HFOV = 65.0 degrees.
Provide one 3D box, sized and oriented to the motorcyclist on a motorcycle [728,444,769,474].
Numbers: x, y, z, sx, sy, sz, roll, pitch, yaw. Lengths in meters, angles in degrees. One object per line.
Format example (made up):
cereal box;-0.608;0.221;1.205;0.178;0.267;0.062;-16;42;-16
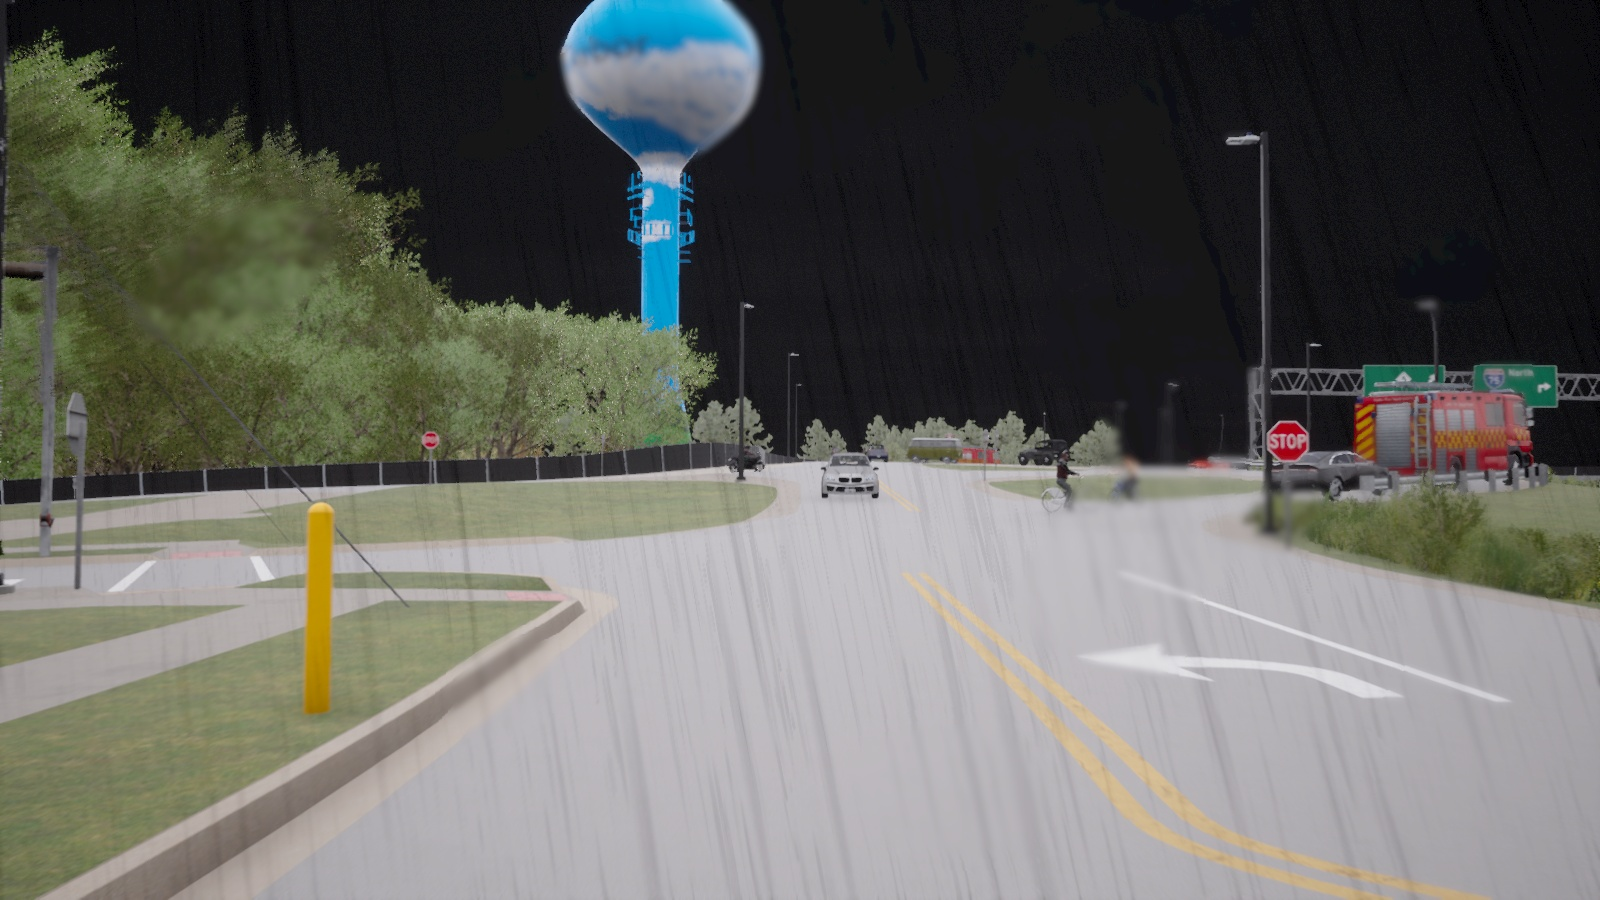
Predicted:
motorcyclist on a motorcycle;-2.804;0.505;68.880;2.044;1.523;0.797;-2;-1;-17

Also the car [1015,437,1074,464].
car;17.378;0.029;89.348;1.905;1.878;3.866;1;0;-36

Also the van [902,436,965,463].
van;10.304;-0.041;97.077;4.442;1.987;1.775;0;0;28

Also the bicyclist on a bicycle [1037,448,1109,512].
bicyclist on a bicycle;7.998;0.873;36.846;1.843;1.776;0.659;-3;-1;-7

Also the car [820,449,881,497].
car;1.924;0.861;49.007;2.242;1.667;4.611;0;1;1

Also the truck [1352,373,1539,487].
truck;23.870;-0.736;46.205;8.468;3.827;2.891;-2;0;-40

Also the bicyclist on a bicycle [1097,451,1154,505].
bicyclist on a bicycle;10.145;0.875;39.137;1.509;1.612;0.866;-2;-1;-35

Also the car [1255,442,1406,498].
car;16.495;0.598;38.926;4.902;1.511;2.128;-2;-1;-38
